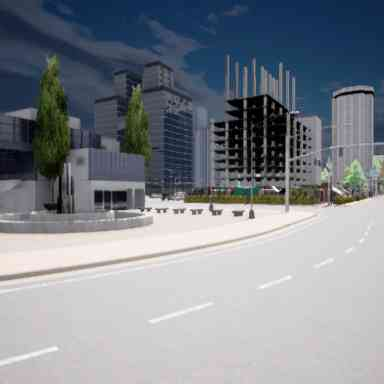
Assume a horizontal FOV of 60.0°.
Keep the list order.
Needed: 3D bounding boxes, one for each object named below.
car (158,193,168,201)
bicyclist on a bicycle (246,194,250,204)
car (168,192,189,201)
[{"bbox_3d":[-5.645,1.119,79.658,1.905,1.878,3.866,0,0,32],"label":"car"},{"bbox_3d":[9.544,1.230,56.663,0.582,1.620,1.656,0,5,33],"label":"bicyclist on a bicycle"},{"bbox_3d":[-3.184,1.359,78.133,1.970,1.475,3.806,0,0,32],"label":"car"}]
